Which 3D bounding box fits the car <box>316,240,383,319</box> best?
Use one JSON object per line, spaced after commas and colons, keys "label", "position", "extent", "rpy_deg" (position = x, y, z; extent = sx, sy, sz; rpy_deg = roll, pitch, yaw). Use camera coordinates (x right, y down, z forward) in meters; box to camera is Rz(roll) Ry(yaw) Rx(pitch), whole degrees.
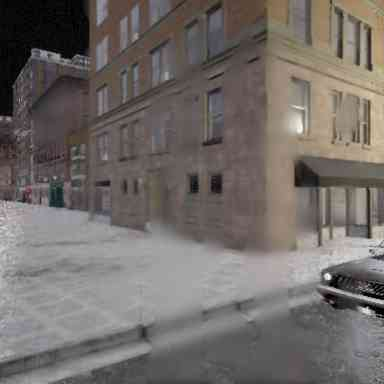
{"label": "car", "position": [4.603, 1.617, 6.650], "extent": [4.718, 1.301, 1.895], "rpy_deg": [0, 0, -35]}
